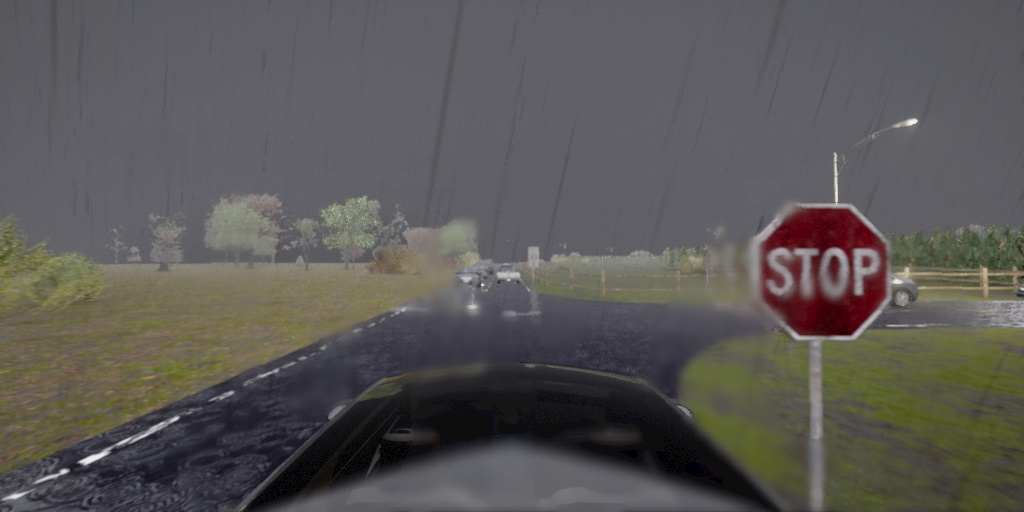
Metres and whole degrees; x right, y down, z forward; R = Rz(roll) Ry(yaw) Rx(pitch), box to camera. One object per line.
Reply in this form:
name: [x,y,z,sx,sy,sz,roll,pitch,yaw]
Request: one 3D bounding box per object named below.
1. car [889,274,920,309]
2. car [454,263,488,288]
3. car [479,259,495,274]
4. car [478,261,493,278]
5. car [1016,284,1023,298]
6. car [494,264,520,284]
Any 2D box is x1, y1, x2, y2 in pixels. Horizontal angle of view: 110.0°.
car: [13.181,1.292,14.280,4.892,1.490,1.837,0,-1,-1]
car: [-3.145,1.492,26.650,2.128,1.511,4.902,0,-1,-2]
car: [-3.536,1.445,46.862,2.150,2.045,5.566,0,-1,-1]
car: [-3.361,1.600,36.585,2.128,1.511,4.902,0,-1,-1]
car: [24.110,1.253,14.527,5.357,1.411,2.033,0,-1,-1]
car: [-0.312,1.657,31.233,1.895,1.301,4.718,0,-1,-1]
